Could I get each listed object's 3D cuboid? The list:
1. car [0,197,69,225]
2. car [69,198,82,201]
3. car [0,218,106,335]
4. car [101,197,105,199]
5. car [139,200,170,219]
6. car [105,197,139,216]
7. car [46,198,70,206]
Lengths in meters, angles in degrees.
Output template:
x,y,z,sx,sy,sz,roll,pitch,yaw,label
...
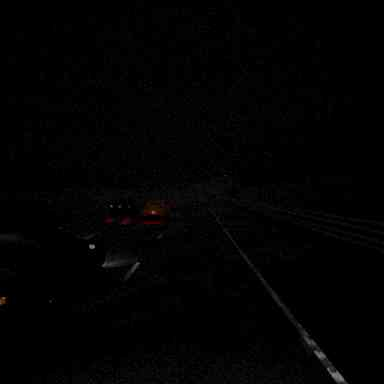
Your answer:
x,y,z,sx,sy,sz,roll,pitch,yaw,label
-6.809,1.205,12.371,2.150,2.045,5.566,0,0,1,car
-19.653,1.633,55.869,1.994,1.385,4.181,0,0,3,car
-3.361,1.537,7.006,2.033,1.411,5.357,0,0,0,car
-15.852,1.620,61.500,1.837,1.490,4.892,0,0,4,car
-2.992,1.468,28.903,1.882,1.535,5.008,0,0,1,car
-6.406,1.344,31.991,2.097,1.767,4.553,0,0,2,car
-23.067,1.673,57.452,1.895,1.301,4.718,0,0,3,car
